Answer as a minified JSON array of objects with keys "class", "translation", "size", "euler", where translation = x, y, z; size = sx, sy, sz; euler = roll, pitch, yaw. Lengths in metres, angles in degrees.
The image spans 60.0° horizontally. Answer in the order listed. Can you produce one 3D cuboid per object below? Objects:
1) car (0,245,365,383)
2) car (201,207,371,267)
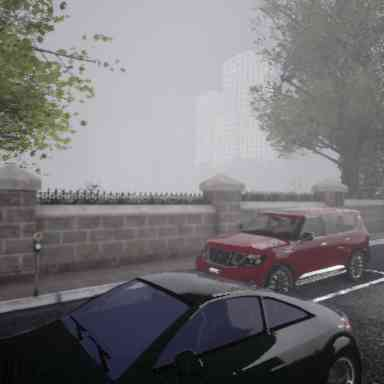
[{"class":"car","translation":[-0.209,1.570,3.230],"size":[4.181,1.385,1.994],"euler":[0,0,-36]},{"class":"car","translation":[2.507,1.336,8.333],"size":[5.009,1.841,2.192],"euler":[0,1,-36]}]
